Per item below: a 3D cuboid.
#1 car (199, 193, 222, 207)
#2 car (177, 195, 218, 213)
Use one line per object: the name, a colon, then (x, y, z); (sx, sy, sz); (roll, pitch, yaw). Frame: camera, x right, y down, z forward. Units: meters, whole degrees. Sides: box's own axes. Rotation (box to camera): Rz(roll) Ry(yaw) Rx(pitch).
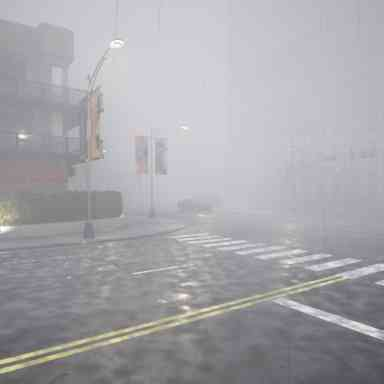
car: (2.035, 1.221, 48.838); (2.150, 2.045, 5.566); (0, 0, -33)
car: (0.267, 1.478, 37.130); (1.882, 1.535, 5.008); (0, 0, -35)
